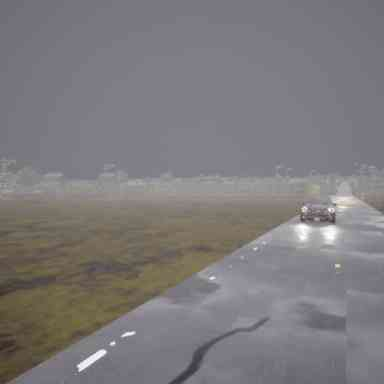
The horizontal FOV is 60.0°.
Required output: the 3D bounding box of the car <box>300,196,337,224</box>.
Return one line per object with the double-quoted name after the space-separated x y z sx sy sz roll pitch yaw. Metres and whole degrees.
8.560 1.070 22.277 2.097 1.767 4.553 1 1 25 "car"
